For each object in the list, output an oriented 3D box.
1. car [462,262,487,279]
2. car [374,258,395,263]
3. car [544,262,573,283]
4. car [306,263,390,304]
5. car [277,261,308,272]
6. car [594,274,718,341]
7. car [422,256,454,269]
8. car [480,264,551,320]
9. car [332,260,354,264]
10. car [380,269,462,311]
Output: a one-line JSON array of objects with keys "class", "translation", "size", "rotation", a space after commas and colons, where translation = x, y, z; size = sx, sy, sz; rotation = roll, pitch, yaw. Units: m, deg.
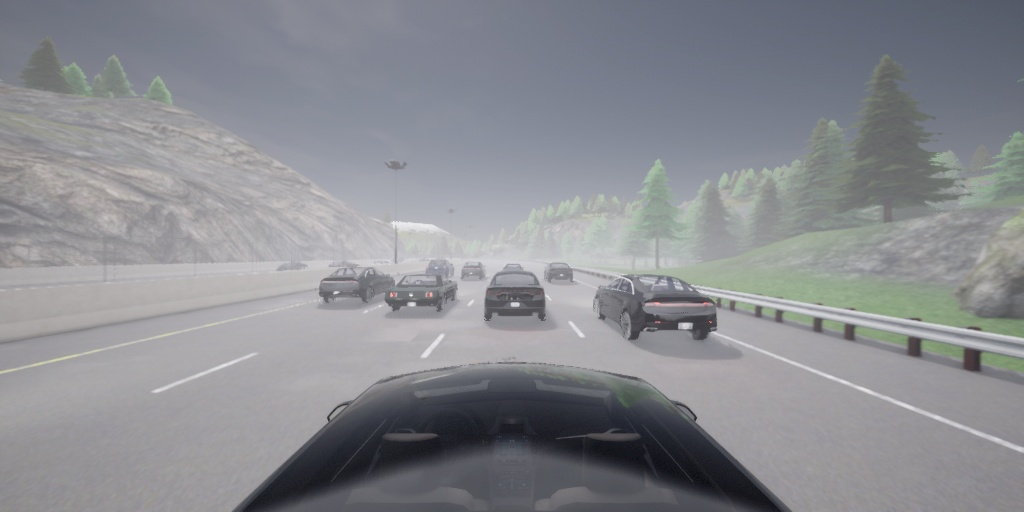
[{"class": "car", "translation": [-3.398, 1.245, 32.164], "size": [2.128, 1.511, 4.902], "rotation": [0, 0, 0]}, {"class": "car", "translation": [-17.576, 1.281, 47.623], "size": [1.812, 1.442, 4.674], "rotation": [0, 0, 0]}, {"class": "car", "translation": [3.601, 1.231, 28.420], "size": [1.882, 1.535, 5.008], "rotation": [0, 0, 0]}, {"class": "car", "translation": [-6.899, 1.243, 16.500], "size": [2.128, 1.511, 4.902], "rotation": [0, 0, 0]}, {"class": "car", "translation": [-28.067, 1.319, 46.024], "size": [1.994, 1.385, 4.181], "rotation": [0, 0, 0]}, {"class": "car", "translation": [3.601, 1.243, 9.866], "size": [2.128, 1.511, 4.902], "rotation": [0, 0, 0]}, {"class": "car", "translation": [-6.897, 1.106, 34.757], "size": [2.097, 1.767, 4.553], "rotation": [0, 0, 0]}, {"class": "car", "translation": [0.096, 1.229, 12.675], "size": [1.882, 1.535, 5.008], "rotation": [0, 0, 0]}, {"class": "car", "translation": [-21.079, 1.356, 45.123], "size": [1.895, 1.301, 4.718], "rotation": [0, 0, 0]}, {"class": "car", "translation": [-3.399, 1.352, 14.405], "size": [1.895, 1.301, 4.718], "rotation": [0, 0, 0]}]
